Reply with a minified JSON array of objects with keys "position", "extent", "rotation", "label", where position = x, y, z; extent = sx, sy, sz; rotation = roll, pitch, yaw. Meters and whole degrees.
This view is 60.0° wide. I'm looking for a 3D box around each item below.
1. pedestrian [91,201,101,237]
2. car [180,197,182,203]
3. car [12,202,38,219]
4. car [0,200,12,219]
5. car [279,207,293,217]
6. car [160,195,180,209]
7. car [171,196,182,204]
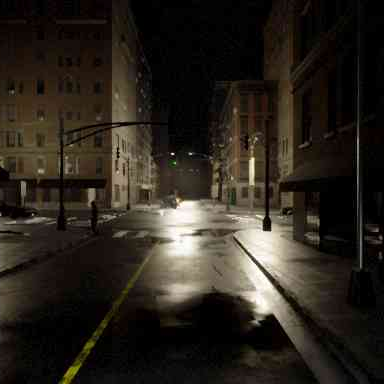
[{"position":[-4.801,1.290,16.462],"extent":[0.375,1.860,0.375],"rotation":[0,0,0],"label":"pedestrian"},{"position":[-3.061,1.327,53.603],"extent":[2.097,1.767,4.553],"rotation":[0,0,0],"label":"car"},{"position":[-15.019,1.327,26.030],"extent":[5.357,1.411,2.033],"rotation":[1,0,4],"label":"car"},{"position":[-15.445,1.279,22.757],"extent":[4.892,1.490,1.837],"rotation":[1,0,0],"label":"car"},{"position":[10.977,1.794,32.619],"extent":[4.718,1.301,1.895],"rotation":[1,0,0],"label":"car"},{"position":[-3.050,1.334,43.962],"extent":[2.097,1.767,4.553],"rotation":[0,0,-1],"label":"car"},{"position":[-2.968,1.567,66.294],"extent":[1.895,1.301,4.718],"rotation":[0,0,1],"label":"car"}]
